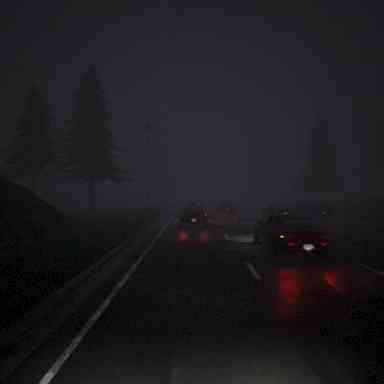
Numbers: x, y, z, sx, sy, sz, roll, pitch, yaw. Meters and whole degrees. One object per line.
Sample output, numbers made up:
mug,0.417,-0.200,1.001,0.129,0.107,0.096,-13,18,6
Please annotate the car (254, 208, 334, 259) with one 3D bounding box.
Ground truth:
car,3.602,1.540,12.611,1.812,1.442,4.674,0,0,0

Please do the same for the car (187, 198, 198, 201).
car,0.104,1.584,44.180,1.812,1.442,4.674,0,0,0

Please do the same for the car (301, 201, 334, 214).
car,10.606,1.508,29.034,1.882,1.535,5.008,0,0,0

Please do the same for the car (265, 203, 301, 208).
car,7.105,1.595,27.510,1.994,1.385,4.181,0,0,0

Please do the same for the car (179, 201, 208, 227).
car,0.104,1.556,22.830,1.812,1.442,4.674,0,0,0

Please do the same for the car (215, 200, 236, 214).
car,3.607,1.571,36.373,1.812,1.442,4.674,0,0,0
